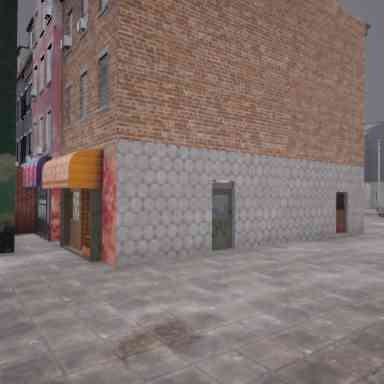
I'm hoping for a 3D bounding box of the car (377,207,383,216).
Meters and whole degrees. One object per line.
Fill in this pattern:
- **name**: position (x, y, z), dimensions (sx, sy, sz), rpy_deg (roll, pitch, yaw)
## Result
- **car**: position (17.151, 1.538, 25.241), dimensions (2.033, 1.411, 5.357), rpy_deg (1, 0, -36)
